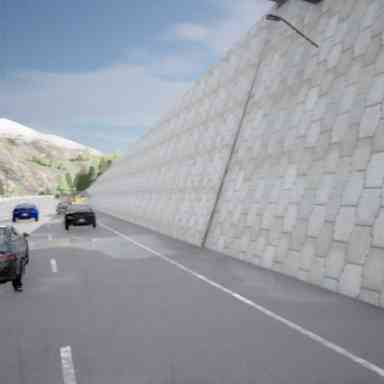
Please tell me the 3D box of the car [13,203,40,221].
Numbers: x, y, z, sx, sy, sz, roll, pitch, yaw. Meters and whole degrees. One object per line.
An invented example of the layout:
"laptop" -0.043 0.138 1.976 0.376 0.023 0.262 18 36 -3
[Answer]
"car" -14.488 1.705 29.149 1.882 1.535 5.008 -1 0 -24

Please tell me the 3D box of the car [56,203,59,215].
"car" -14.123 1.774 36.935 2.033 1.411 5.357 -1 0 -24

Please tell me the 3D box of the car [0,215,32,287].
"car" -5.499 1.608 8.962 1.812 1.442 4.674 -1 0 -24

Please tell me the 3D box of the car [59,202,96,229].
"car" -7.797 1.602 22.726 1.882 1.535 5.008 -1 0 -24
